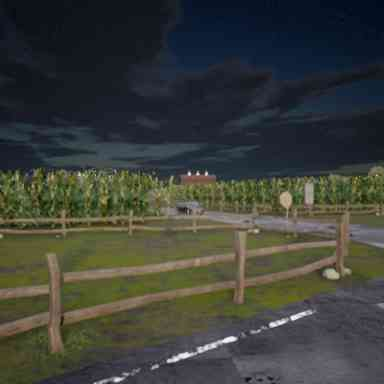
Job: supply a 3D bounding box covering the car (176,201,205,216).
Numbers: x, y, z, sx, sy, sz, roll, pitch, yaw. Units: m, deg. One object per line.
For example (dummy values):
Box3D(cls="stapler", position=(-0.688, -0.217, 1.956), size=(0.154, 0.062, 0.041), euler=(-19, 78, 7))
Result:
Box3D(cls="car", position=(-0.244, 1.780, 37.276), size=(1.837, 1.490, 4.892), euler=(-1, 0, -25))
